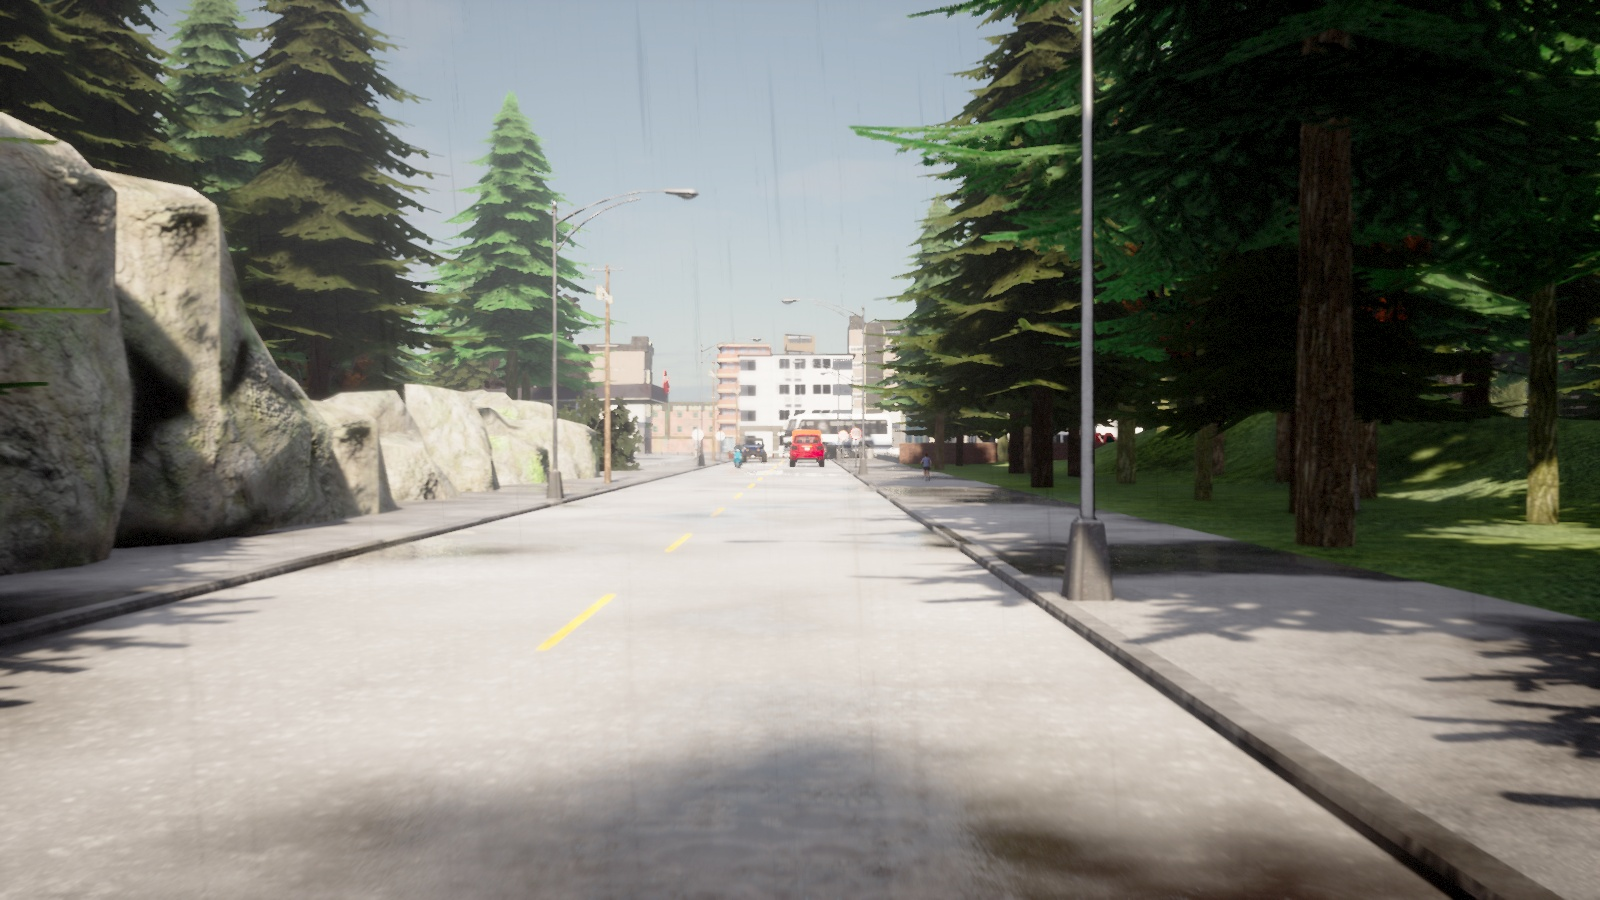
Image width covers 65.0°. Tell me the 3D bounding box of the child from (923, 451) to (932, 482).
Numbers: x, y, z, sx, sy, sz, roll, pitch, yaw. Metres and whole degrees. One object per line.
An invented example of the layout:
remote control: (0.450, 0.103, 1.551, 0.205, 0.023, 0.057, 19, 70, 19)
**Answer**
child: (4.600, 0.584, 45.415, 0.255, 1.110, 0.394, 0, 0, -5)

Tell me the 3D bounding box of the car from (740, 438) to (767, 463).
car: (-3.484, 0.005, 94.851, 1.905, 1.878, 3.866, 0, 0, 0)

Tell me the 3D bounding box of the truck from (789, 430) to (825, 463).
truck: (0.515, -0.272, 94.510, 2.627, 2.467, 5.204, 0, 0, 0)

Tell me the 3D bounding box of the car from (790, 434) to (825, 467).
car: (0.451, 0.015, 79.920, 2.150, 2.045, 5.566, 0, 0, 0)
